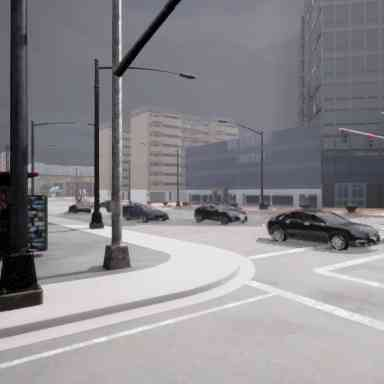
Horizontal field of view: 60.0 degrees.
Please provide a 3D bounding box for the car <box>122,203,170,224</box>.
[{"bbox_3d":[-3.926,1.753,27.487,2.033,1.411,5.357,0,-1,-36],"label":"car"}]

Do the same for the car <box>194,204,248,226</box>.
[{"bbox_3d":[2.084,1.632,25.164,2.128,1.511,4.902,0,-1,-36],"label":"car"}]

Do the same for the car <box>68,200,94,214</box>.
[{"bbox_3d":[-13.966,2.018,41.357,1.994,1.385,4.181,0,-1,-36],"label":"car"}]

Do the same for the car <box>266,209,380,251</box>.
[{"bbox_3d":[5.490,1.549,14.517,1.837,1.490,4.892,0,-1,-36],"label":"car"}]

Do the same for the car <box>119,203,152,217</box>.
[{"bbox_3d":[-6.330,1.898,36.765,1.994,1.385,4.181,0,-1,-36],"label":"car"}]

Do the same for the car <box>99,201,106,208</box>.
[{"bbox_3d":[-15.863,2.281,62.138,1.994,1.385,4.181,0,-1,-36],"label":"car"}]
